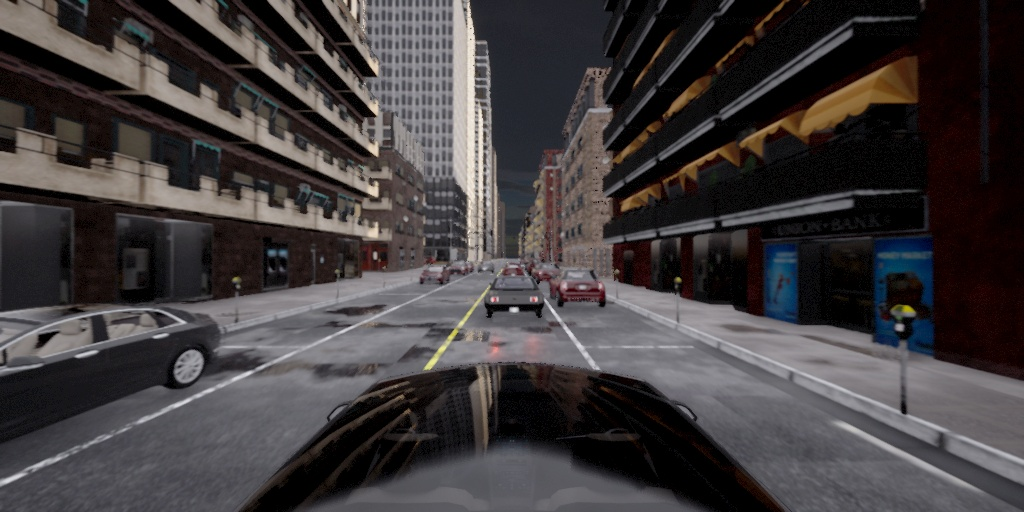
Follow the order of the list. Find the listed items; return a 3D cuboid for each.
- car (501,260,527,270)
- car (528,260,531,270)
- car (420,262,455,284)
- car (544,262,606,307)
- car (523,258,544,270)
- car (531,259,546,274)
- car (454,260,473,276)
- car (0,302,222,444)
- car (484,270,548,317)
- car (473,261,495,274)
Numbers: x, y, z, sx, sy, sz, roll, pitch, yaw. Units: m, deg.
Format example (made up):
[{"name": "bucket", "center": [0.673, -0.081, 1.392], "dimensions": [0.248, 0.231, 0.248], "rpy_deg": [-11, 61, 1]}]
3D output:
[{"name": "car", "center": [0.074, 1.324, 30.906], "dimensions": [1.812, 1.442, 4.674], "rpy_deg": [0, 0, 0]}, {"name": "car", "center": [2.681, 1.327, 32.767], "dimensions": [1.751, 1.417, 4.829], "rpy_deg": [0, 0, 0]}, {"name": "car", "center": [-5.698, 1.373, 26.909], "dimensions": [1.802, 1.307, 4.207], "rpy_deg": [0, 0, 0]}, {"name": "car", "center": [2.686, 1.212, 15.549], "dimensions": [1.967, 1.591, 4.097], "rpy_deg": [0, 0, 0]}, {"name": "car", "center": [2.679, 1.127, 38.279], "dimensions": [2.192, 1.841, 5.009], "rpy_deg": [0, 0, 0]}, {"name": "car", "center": [2.682, 1.231, 26.914], "dimensions": [1.967, 1.591, 4.097], "rpy_deg": [0, 0, 0]}, {"name": "car", "center": [-5.702, 1.252, 38.275], "dimensions": [1.967, 1.591, 4.097], "rpy_deg": [0, 0, 0]}, {"name": "car", "center": [-5.690, 1.304, 4.180], "dimensions": [2.007, 1.370, 4.403], "rpy_deg": [0, 0, 0]}, {"name": "car", "center": [0.080, 1.369, 13.249], "dimensions": [1.895, 1.301, 4.718], "rpy_deg": [0, 0, 0]}, {"name": "car", "center": [-3.098, 1.313, 43.314], "dimensions": [2.128, 1.511, 4.902], "rpy_deg": [0, 0, 0]}]
